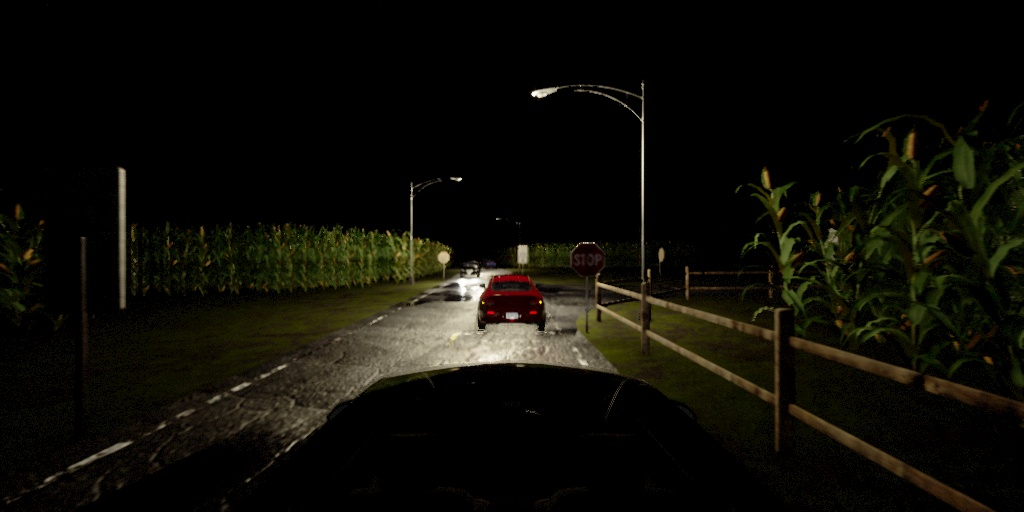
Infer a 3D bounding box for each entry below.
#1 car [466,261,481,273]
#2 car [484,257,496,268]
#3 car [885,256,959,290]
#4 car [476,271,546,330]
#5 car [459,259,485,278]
[{"bbox_3d":[-4.775,1.345,45.157,1.812,1.442,4.674,0,0,-5],"label":"car"},{"bbox_3d":[-3.819,1.411,63.841,2.033,1.411,5.357,0,0,-7],"label":"car"},{"bbox_3d":[21.327,0.765,17.658,4.553,1.767,2.097,-1,0,3],"label":"car"},{"bbox_3d":[-0.040,1.285,11.016,1.812,1.442,4.674,0,0,-1],"label":"car"},{"bbox_3d":[-4.031,1.291,35.081,2.128,1.511,4.902,0,0,-4],"label":"car"}]
